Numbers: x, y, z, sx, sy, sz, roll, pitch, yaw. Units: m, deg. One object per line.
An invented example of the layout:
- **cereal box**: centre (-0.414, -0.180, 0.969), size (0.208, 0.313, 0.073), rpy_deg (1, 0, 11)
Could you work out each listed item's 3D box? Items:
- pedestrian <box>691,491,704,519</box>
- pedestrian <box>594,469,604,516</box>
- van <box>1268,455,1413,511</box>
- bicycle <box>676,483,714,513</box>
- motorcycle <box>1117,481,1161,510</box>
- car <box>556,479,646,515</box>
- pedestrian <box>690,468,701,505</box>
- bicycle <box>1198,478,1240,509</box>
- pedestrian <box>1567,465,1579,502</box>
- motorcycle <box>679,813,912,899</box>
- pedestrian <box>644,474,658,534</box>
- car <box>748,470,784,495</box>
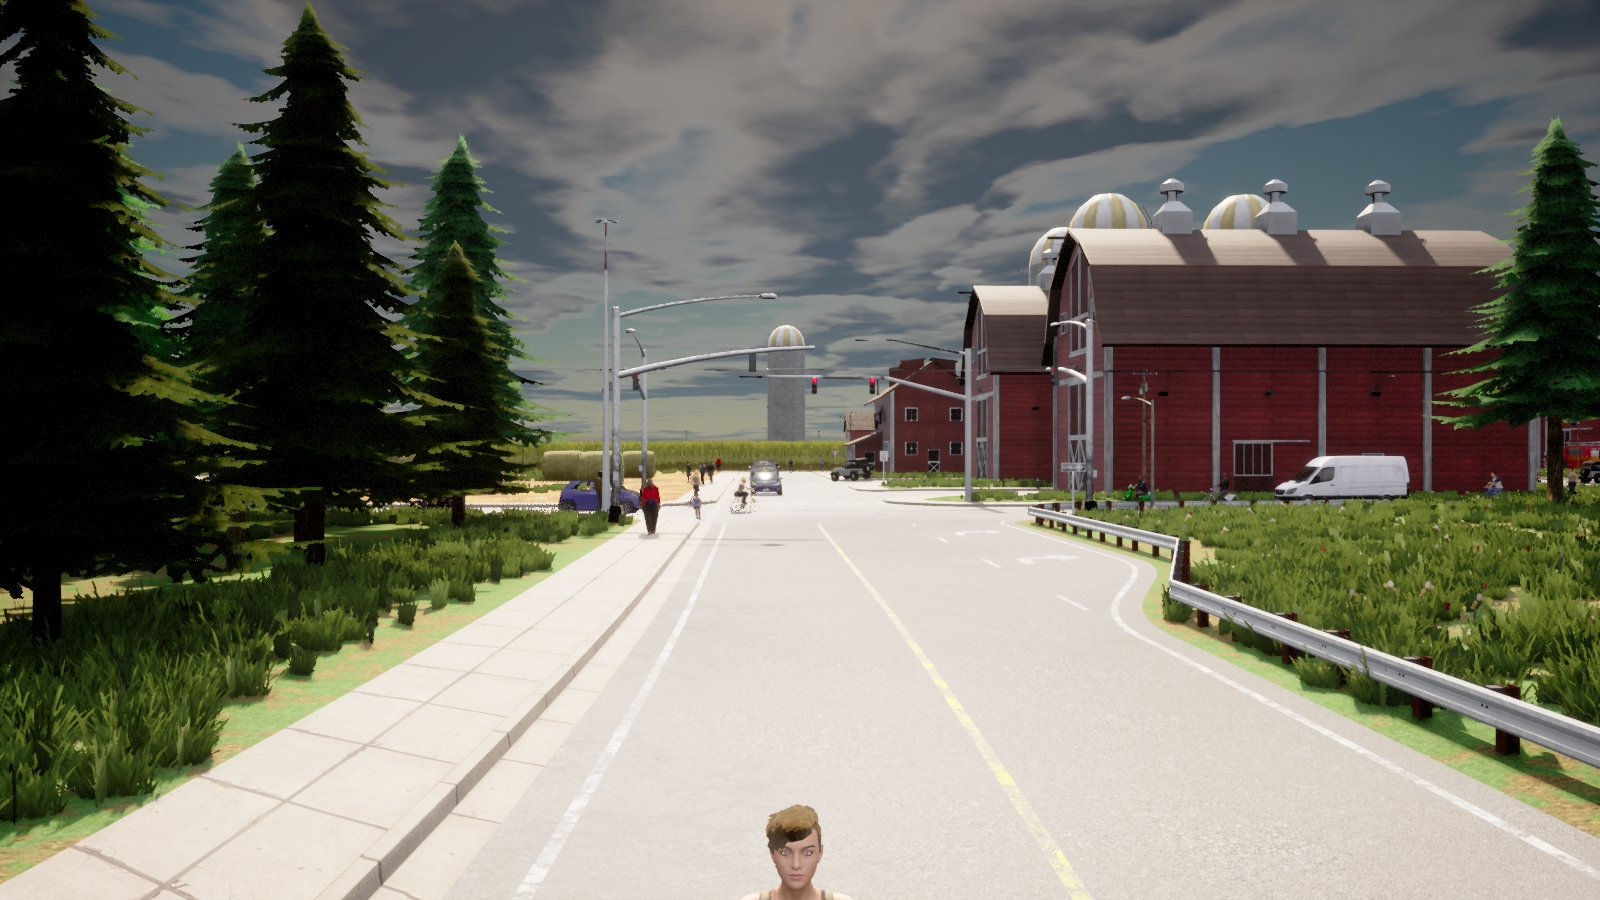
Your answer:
- **pedestrian**: centre (-4.135, 2.220, 46.165), size (0.500, 1.100, 0.500), rpy_deg (0, 0, -2)
- **pedestrian**: centre (-8.057, 1.699, 45.829), size (0.375, 1.860, 0.375), rpy_deg (0, 0, -8)
- **van**: centre (25.535, 1.538, 54.103), size (5.915, 2.561, 1.988), rpy_deg (0, 0, -1)
- **bicycle**: centre (-4.709, 2.148, 51.111), size (1.487, 1.276, 0.859), rpy_deg (0, -1, -28)
- **motorcycle**: centre (15.989, 2.145, 53.899), size (1.805, 1.316, 0.856), rpy_deg (0, 0, -1)
- **car**: centre (-8.647, 2.041, 49.935), size (3.633, 1.501, 1.845), rpy_deg (0, 0, -1)
- **pedestrian**: centre (-5.255, 1.834, 57.488), size (0.375, 1.860, 0.375), rpy_deg (0, 0, 34)
- **bicycle**: centre (19.800, 2.064, 53.998), size (1.835, 1.471, 0.329), rpy_deg (0, 0, -1)
- **pedestrian**: centre (39.431, 1.701, 58.272), size (0.375, 1.860, 0.375), rpy_deg (0, 0, 4)
- **motorcycle**: centre (-0.013, 2.128, 3.457), size (0.764, 1.307, 2.356), rpy_deg (0, 0, 0)
- **pedestrian**: centre (-4.618, 1.672, 35.421), size (0.375, 1.860, 0.375), rpy_deg (0, 0, -1)
- **car**: centre (-2.153, 2.036, 72.119), size (2.163, 1.488, 4.792), rpy_deg (0, 0, -2)
